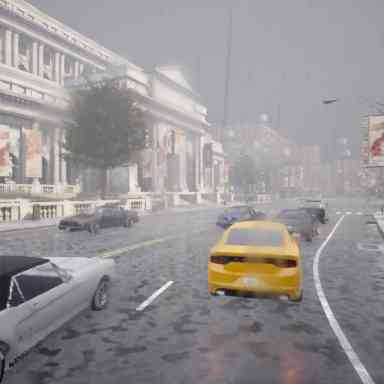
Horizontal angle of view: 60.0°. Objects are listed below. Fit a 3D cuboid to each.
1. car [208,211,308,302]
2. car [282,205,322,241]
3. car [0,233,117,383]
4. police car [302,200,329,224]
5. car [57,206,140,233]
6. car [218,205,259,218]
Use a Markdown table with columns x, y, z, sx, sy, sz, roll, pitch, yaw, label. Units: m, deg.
| x | y | z | sx | sy | sz | roll | pitch | yaw | label |
| --- | --- | --- | --- | --- | --- | --- | --- | --- | --- |
| 1.709 | 1.478 | 8.472 | 1.882 | 1.535 | 5.008 | 0 | 0 | 15 | car |
| 5.179 | 1.564 | 16.767 | 1.994 | 1.385 | 4.181 | 0 | 0 | 26 | car |
| -2.805 | 1.601 | 4.930 | 1.895 | 1.301 | 4.718 | 0 | 0 | 9 | car |
| 9.193 | 1.425 | 25.118 | 1.930 | 1.638 | 5.238 | 0 | 0 | 27 | police car |
| -5.273 | 1.547 | 19.765 | 2.033 | 1.411 | 5.357 | 0 | 0 | 27 | car |
| 3.223 | 1.547 | 20.836 | 2.033 | 1.411 | 5.357 | 0 | 0 | 27 | car |
